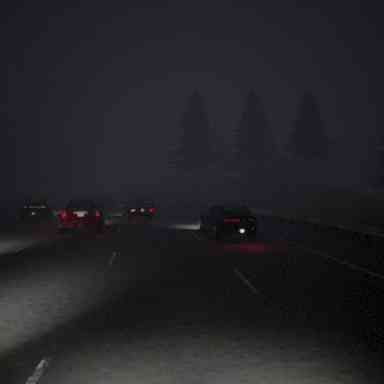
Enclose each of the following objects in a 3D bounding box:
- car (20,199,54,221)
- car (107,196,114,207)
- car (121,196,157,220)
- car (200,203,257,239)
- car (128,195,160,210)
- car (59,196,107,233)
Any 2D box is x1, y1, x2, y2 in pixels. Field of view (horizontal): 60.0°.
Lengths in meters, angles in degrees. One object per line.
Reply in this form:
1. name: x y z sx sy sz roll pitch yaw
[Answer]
1. car: -11.464 1.227 24.735 2.128 1.511 4.902 0 1 -18
2. car: -11.061 1.160 40.788 1.895 1.301 4.718 0 1 -29
3. car: -4.178 1.272 25.183 2.033 1.411 5.357 0 1 -18
4. car: 1.638 1.323 16.185 1.837 1.490 4.892 0 1 -10
5. car: -5.606 1.132 38.037 2.033 1.411 5.357 0 1 -26
6. car: -6.048 1.150 18.629 2.097 1.767 4.553 0 1 -13
